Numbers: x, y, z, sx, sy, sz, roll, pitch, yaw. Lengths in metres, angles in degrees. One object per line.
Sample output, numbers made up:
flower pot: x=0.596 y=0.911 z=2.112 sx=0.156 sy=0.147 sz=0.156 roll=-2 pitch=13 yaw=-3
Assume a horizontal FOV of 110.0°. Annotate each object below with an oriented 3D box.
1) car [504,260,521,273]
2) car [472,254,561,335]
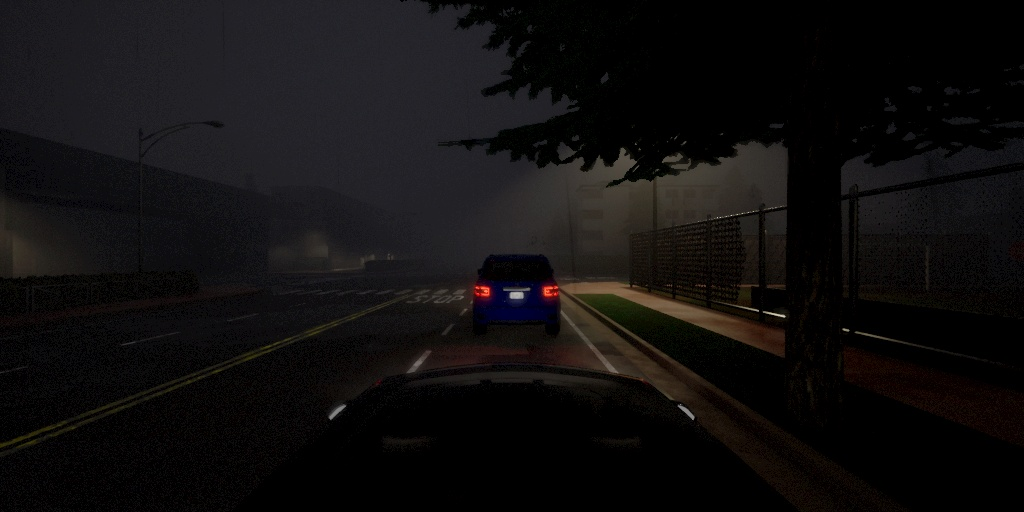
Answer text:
car: x=0.025 y=1.242 z=45.548 sx=2.128 sy=1.511 sz=4.902 roll=0 pitch=0 yaw=0
car: x=0.115 y=0.972 z=10.673 sx=2.150 sy=2.045 sz=5.566 roll=0 pitch=0 yaw=0
